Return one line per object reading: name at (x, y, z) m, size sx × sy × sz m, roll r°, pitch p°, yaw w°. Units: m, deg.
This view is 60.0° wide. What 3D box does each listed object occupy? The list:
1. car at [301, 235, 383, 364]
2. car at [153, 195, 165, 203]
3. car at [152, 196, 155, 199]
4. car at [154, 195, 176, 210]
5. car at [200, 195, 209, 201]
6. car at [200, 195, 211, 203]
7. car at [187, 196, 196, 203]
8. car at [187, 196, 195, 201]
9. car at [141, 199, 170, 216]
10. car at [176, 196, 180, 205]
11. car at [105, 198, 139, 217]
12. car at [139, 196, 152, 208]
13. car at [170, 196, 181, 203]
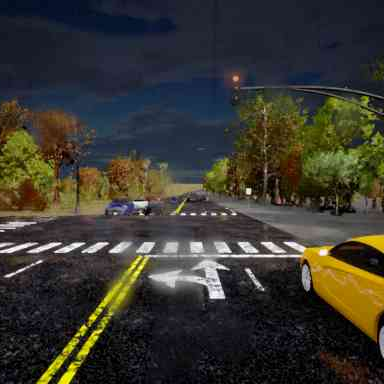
car at (3.347, 1.444, 5.450) m, size 1.882 × 1.535 × 5.008 m, roll 0°, pitch 1°, yaw 0°
car at (-6.704, 1.486, 67.674) m, size 1.882 × 1.535 × 5.008 m, roll 0°, pitch 0°, yaw 0°
car at (-6.737, 1.483, 56.101) m, size 1.882 × 1.535 × 5.008 m, roll 0°, pitch 0°, yaw 0°
car at (-3.471, 1.509, 43.978) m, size 1.837 × 1.490 × 4.892 m, roll 0°, pitch 0°, yaw 0°
car at (3.022, 1.459, 81.684) m, size 2.033 × 1.411 × 5.357 m, roll 0°, pitch 0°, yaw 0°
car at (3.073, 1.506, 71.529) m, size 2.128 × 1.511 × 4.902 m, roll 0°, pitch 0°, yaw 0°
car at (-0.159, 1.567, 72.197) m, size 1.994 × 1.385 × 4.181 m, roll 0°, pitch 0°, yaw 0°
car at (-0.228, 1.608, 82.020) m, size 1.895 × 1.301 × 4.718 m, roll 0°, pitch 0°, yaw 0°
car at (-3.436, 1.596, 32.095) m, size 1.895 × 1.301 × 4.718 m, roll 0°, pitch 0°, yaw 0°
car at (-3.492, 1.531, 56.655) m, size 1.812 × 1.442 × 4.674 m, roll 0°, pitch 0°, yaw 0°
car at (-6.683, 1.319, 31.277) m, size 2.097 × 1.767 × 4.553 m, roll 0°, pitch 0°, yaw 0°
car at (-6.727, 1.529, 43.061) m, size 1.812 × 1.442 × 4.674 m, roll 0°, pitch 0°, yaw 0°
car at (-3.443, 1.556, 69.204) m, size 2.033 × 1.411 × 5.357 m, roll 0°, pitch 0°, yaw 0°
